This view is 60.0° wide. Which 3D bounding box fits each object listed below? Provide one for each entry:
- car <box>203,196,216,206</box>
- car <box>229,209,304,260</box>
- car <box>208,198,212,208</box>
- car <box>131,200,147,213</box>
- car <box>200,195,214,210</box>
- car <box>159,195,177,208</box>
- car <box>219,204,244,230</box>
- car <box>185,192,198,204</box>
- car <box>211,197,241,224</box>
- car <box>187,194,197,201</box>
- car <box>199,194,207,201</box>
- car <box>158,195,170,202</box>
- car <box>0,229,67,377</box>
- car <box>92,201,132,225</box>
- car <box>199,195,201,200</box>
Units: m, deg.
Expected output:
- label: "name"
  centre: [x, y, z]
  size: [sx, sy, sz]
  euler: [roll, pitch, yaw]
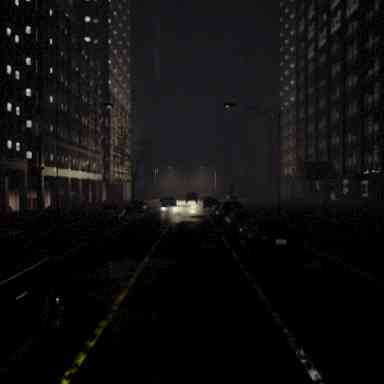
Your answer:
- label: "car"
  centre: [2.656, 1.383, 51.553]
  size: [1.887, 1.381, 4.507]
  euler: [-1, 0, 0]
- label: "car"
  centre: [2.676, 1.529, 12.054]
  size: [1.947, 1.339, 4.313]
  euler: [-1, 0, 0]
- label: "car"
  centre: [2.667, 1.476, 28.982]
  size: [1.947, 1.339, 4.313]
  euler: [-1, 0, 0]
- label: "car"
  centre: [-5.717, 1.459, 34.618]
  size: [1.947, 1.339, 4.313]
  euler: [-1, 0, 0]
- label: "car"
  centre: [2.339, 1.348, 41.530]
  size: [1.882, 1.535, 5.008]
  euler: [0, 0, 0]
- label: "car"
  centre: [-3.109, 1.382, 46.045]
  size: [1.812, 1.442, 4.674]
  euler: [0, 0, 0]
- label: "car"
  centre: [2.673, 1.528, 17.697]
  size: [1.802, 1.307, 4.206]
  euler: [-1, 0, 0]
- label: "car"
  centre: [-0.030, 1.033, 59.806]
  size: [2.150, 2.045, 5.566]
  euler: [0, 0, 0]
- label: "car"
  centre: [2.669, 1.368, 23.339]
  size: [1.967, 1.590, 4.097]
  euler: [-1, 0, 0]
- label: "car"
  centre: [-0.038, 1.234, 74.900]
  size: [2.128, 1.511, 4.902]
  euler: [0, 0, 0]
- label: "car"
  centre: [2.641, 1.289, 79.767]
  size: [1.887, 1.381, 4.507]
  euler: [-1, 0, 0]
- label: "car"
  centre: [-5.733, 1.333, 68.466]
  size: [2.008, 1.369, 4.403]
  euler: [-1, 0, 0]
- label: "car"
  centre: [-3.103, 1.341, 3.569]
  size: [2.097, 1.767, 4.553]
  euler: [0, 0, 0]
- label: "car"
  centre: [-5.710, 1.510, 23.336]
  size: [1.802, 1.307, 4.206]
  euler: [-1, 0, 0]
- label: "car"
  centre: [2.653, 1.345, 57.366]
  size: [1.752, 1.417, 4.829]
  euler: [-1, 0, 0]
